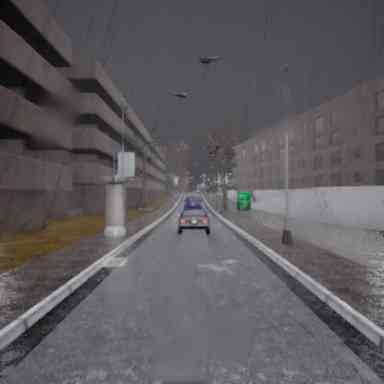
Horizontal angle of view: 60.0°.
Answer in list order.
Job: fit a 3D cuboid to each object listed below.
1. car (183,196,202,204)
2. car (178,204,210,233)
[{"bbox_3d":[0.122,1.549,41.750,2.150,2.045,5.566,0,0,0],"label":"car"},{"bbox_3d":[0.112,1.668,20.254,2.033,1.411,5.357,0,-1,0],"label":"car"}]
